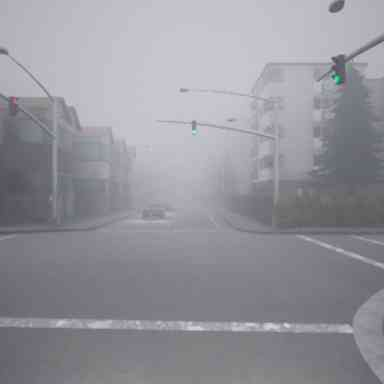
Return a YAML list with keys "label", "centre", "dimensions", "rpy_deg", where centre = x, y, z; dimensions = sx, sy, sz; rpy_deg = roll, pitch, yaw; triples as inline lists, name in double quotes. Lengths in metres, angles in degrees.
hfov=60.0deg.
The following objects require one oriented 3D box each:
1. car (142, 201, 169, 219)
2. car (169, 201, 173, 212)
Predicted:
- label: "car"
  centre: [-3.554, 1.709, 31.432]
  dimensions: [1.837, 1.490, 4.892]
  rpy_deg: [0, 0, 0]
- label: "car"
  centre: [-3.525, 1.882, 43.482]
  dimensions: [1.895, 1.301, 4.718]
  rpy_deg: [0, 0, 0]
